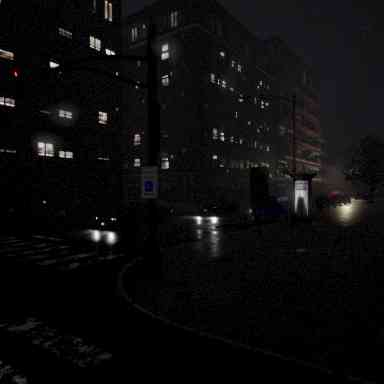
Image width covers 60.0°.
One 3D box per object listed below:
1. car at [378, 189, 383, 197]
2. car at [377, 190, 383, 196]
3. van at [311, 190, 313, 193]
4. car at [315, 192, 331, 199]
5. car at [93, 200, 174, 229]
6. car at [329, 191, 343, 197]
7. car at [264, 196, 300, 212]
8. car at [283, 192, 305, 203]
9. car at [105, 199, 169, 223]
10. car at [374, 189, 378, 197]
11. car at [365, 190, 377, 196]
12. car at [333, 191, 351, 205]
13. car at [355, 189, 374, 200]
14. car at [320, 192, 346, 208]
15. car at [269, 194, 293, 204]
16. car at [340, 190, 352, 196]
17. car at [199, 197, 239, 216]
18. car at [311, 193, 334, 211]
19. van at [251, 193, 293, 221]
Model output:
[{"bbox_3d":[41.847,0.356,74.293,1.887,1.381,4.507,1,1,36],"label":"car"},{"bbox_3d":[45.132,0.315,78.893,1.802,1.307,4.206,1,1,36],"label":"car"},{"bbox_3d":[19.158,0.536,56.076,1.690,1.788,3.998,1,1,36],"label":"van"},{"bbox_3d":[25.720,0.621,65.270,1.802,1.307,4.206,1,1,36],"label":"car"},{"bbox_3d":[-3.343,1.323,20.351,2.033,1.411,5.357,0,1,36],"label":"car"},{"bbox_3d":[32.282,0.428,74.458,1.887,1.381,4.507,1,1,36],"label":"car"},{"bbox_3d":[8.874,1.111,32.550,1.994,1.385,4.181,0,1,36],"label":"car"},{"bbox_3d":[15.777,0.801,51.346,1.752,1.417,4.829,1,1,36],"label":"car"},{"bbox_3d":[-3.812,1.283,23.916,1.887,1.381,4.507,1,1,36],"label":"car"},{"bbox_3d":[31.993,0.590,60.494,1.887,1.381,4.507,1,1,36],"label":"car"},{"bbox_3d":[44.237,0.216,82.070,1.994,1.385,4.181,0,1,36],"label":"car"},{"bbox_3d":[18.854,0.923,42.096,1.947,1.339,4.313,1,1,36],"label":"car"},{"bbox_3d":[28.709,0.564,55.892,1.967,1.590,4.097,1,1,36],"label":"car"},{"bbox_3d":[15.569,0.979,37.496,1.887,1.381,4.507,1,1,36],"label":"car"},{"bbox_3d":[12.595,0.933,46.891,1.802,1.307,4.206,1,1,36],"label":"car"},{"bbox_3d":[38.845,0.278,83.648,2.008,1.369,4.403,1,1,36],"label":"car"},{"bbox_3d":[2.410,1.165,28.405,1.812,1.442,4.674,0,1,35],"label":"car"},{"bbox_3d":[12.285,1.078,32.897,1.947,1.339,4.313,1,1,36],"label":"car"},{"bbox_3d":[5.716,1.009,23.693,1.690,1.788,3.998,1,1,36],"label":"van"}]
